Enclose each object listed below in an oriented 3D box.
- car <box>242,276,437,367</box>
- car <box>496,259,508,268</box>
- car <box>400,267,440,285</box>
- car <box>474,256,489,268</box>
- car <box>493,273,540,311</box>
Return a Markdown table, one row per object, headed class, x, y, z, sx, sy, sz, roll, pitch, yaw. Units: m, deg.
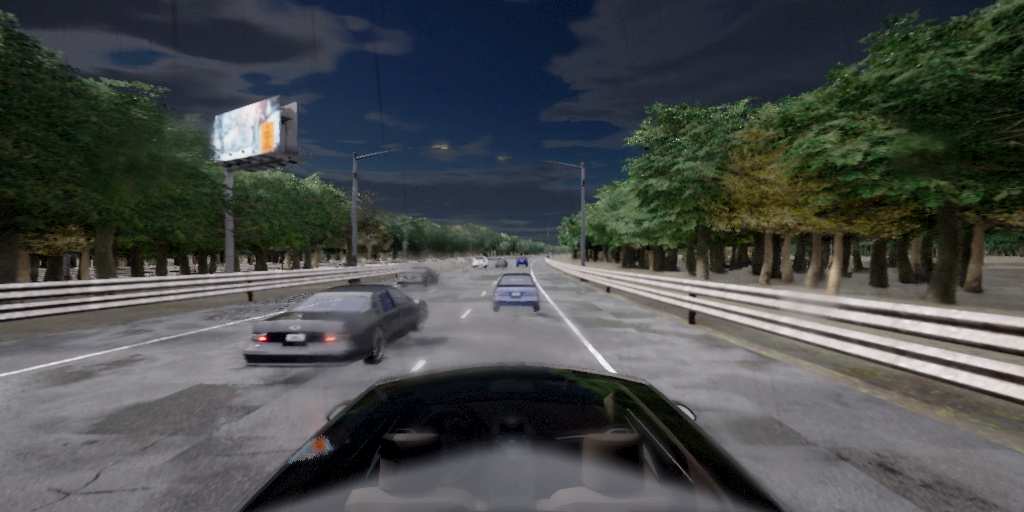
| class | x | y | z | sx | sy | sz | roll | pitch | yaw |
| --- | --- | --- | --- | --- | --- | --- | --- | --- | --- |
| car | -3.404 | 1.369 | 8.194 | 2.033 | 1.411 | 5.357 | 0 | -1 | 1 |
| car | -1.763 | 1.307 | 63.623 | 2.128 | 1.511 | 4.902 | 0 | 0 | 3 |
| car | -6.667 | 1.519 | 26.193 | 2.033 | 1.411 | 5.357 | 0 | 0 | 1 |
| car | -5.331 | 1.039 | 62.801 | 2.150 | 2.045 | 5.566 | 0 | 0 | 3 |
| car | 0.196 | 1.448 | 15.376 | 2.033 | 1.411 | 5.357 | 0 | -1 | 1 |
